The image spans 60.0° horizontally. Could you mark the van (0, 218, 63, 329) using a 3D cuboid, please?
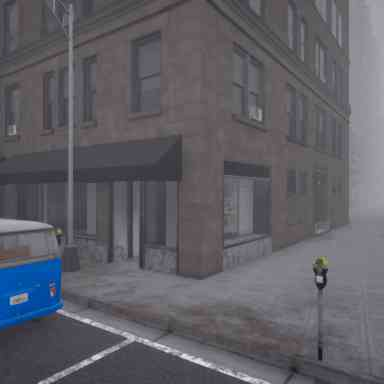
[{"bbox_3d":[-4.055,1.340,5.973,3.998,1.788,1.690,0,0,36],"label":"van"}]
